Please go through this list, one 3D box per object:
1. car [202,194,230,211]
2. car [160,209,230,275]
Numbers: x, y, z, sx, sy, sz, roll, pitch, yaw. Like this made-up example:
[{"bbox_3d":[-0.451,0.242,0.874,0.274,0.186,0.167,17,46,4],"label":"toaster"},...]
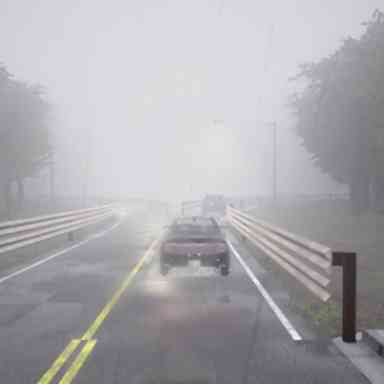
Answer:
[{"bbox_3d":[2.493,1.243,33.503,2.150,2.045,5.566,0,1,14],"label":"car"},{"bbox_3d":[0.079,1.509,10.464,2.128,1.511,4.902,0,0,0],"label":"car"}]
